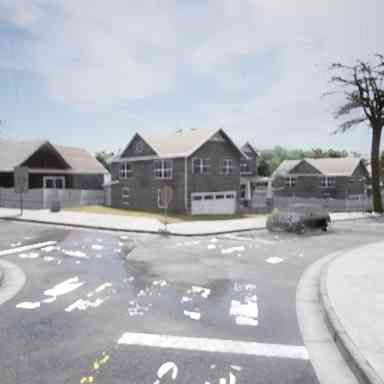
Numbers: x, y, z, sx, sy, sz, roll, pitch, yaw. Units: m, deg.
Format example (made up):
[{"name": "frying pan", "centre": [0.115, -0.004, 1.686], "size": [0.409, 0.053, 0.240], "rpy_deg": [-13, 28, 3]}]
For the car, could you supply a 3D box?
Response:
[{"name": "car", "centre": [6.286, 1.462, 19.446], "size": [4.553, 1.767, 2.097], "rpy_deg": [1, 1, -44]}]
